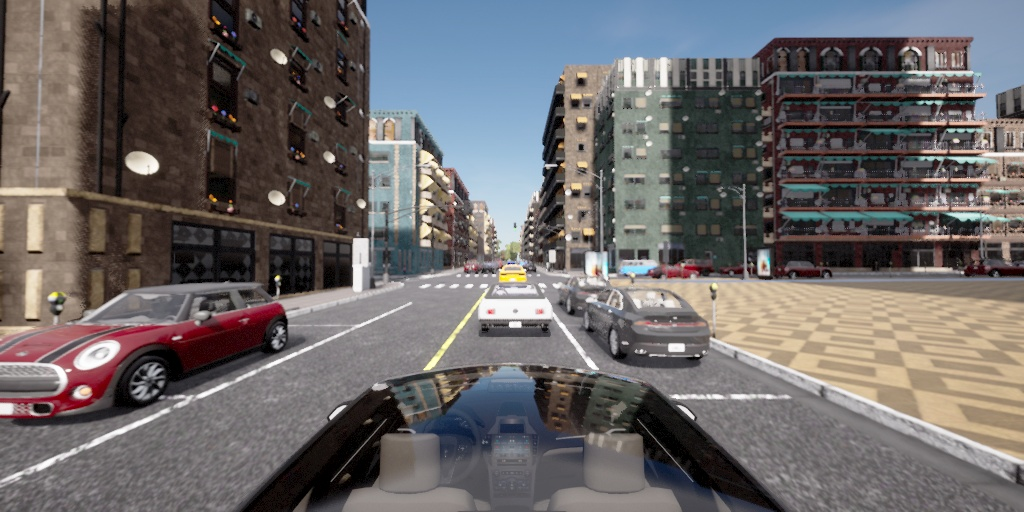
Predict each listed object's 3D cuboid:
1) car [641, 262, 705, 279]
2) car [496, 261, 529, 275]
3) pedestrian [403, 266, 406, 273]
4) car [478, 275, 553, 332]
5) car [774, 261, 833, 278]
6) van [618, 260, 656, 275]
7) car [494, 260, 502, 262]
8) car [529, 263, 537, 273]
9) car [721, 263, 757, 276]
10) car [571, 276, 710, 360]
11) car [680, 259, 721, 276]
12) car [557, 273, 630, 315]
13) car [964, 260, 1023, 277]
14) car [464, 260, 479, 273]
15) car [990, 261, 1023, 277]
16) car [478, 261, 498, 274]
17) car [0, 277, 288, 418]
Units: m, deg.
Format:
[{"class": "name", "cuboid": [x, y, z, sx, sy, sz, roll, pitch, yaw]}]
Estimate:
[{"class": "car", "cuboid": [13.652, 1.394, 30.537, 4.207, 1.307, 1.802, 0, 0, 0]}, {"class": "car", "cuboid": [0.047, 1.408, 26.703, 1.882, 1.535, 5.008, 0, 1, 0]}, {"class": "pedestrian", "cuboid": [-12.607, 1.423, 42.023, 0.375, 1.860, 0.375, 0, -1, 0]}, {"class": "car", "cuboid": [0.082, 1.429, 11.116, 1.895, 1.301, 4.718, 0, 0, 0]}, {"class": "car", "cuboid": [24.708, 1.166, 30.480, 4.097, 1.591, 1.967, 0, 0, 0]}, {"class": "van", "cuboid": [13.698, 1.344, 38.916, 3.998, 1.789, 1.690, 0, 0, 0]}, {"class": "car", "cuboid": [-3.195, 1.784, 59.470, 2.033, 1.411, 5.357, 0, 0, 0]}, {"class": "car", "cuboid": [2.594, 1.740, 52.080, 1.948, 1.339, 4.313, 0, 0, 0]}, {"class": "car", "cuboid": [24.754, 1.463, 38.859, 4.507, 1.381, 1.888, 0, 0, 0]}, {"class": "car", "cuboid": [2.809, 1.355, 8.319, 2.007, 1.370, 4.403, 0, 0, 0]}, {"class": "car", "cuboid": [19.226, 1.275, 38.888, 5.009, 1.841, 2.192, 0, 0, 0]}, {"class": "car", "cuboid": [2.798, 1.402, 13.889, 2.007, 1.370, 4.403, 0, 0, 0]}, {"class": "car", "cuboid": [41.289, 1.040, 30.395, 4.097, 1.591, 1.967, 0, 0, 0]}, {"class": "car", "cuboid": [-5.787, 1.489, 52.103, 2.192, 1.841, 5.009, 0, 0, 0]}, {"class": "car", "cuboid": [48.005, 1.158, 32.971, 5.357, 1.411, 2.033, 0, -1, 0]}, {"class": "car", "cuboid": [-3.209, 1.756, 49.778, 1.895, 1.301, 4.718, 0, 0, 1]}, {"class": "car", "cuboid": [-5.827, 1.226, 6.066, 1.967, 1.591, 4.097, 0, 0, 0]}]
